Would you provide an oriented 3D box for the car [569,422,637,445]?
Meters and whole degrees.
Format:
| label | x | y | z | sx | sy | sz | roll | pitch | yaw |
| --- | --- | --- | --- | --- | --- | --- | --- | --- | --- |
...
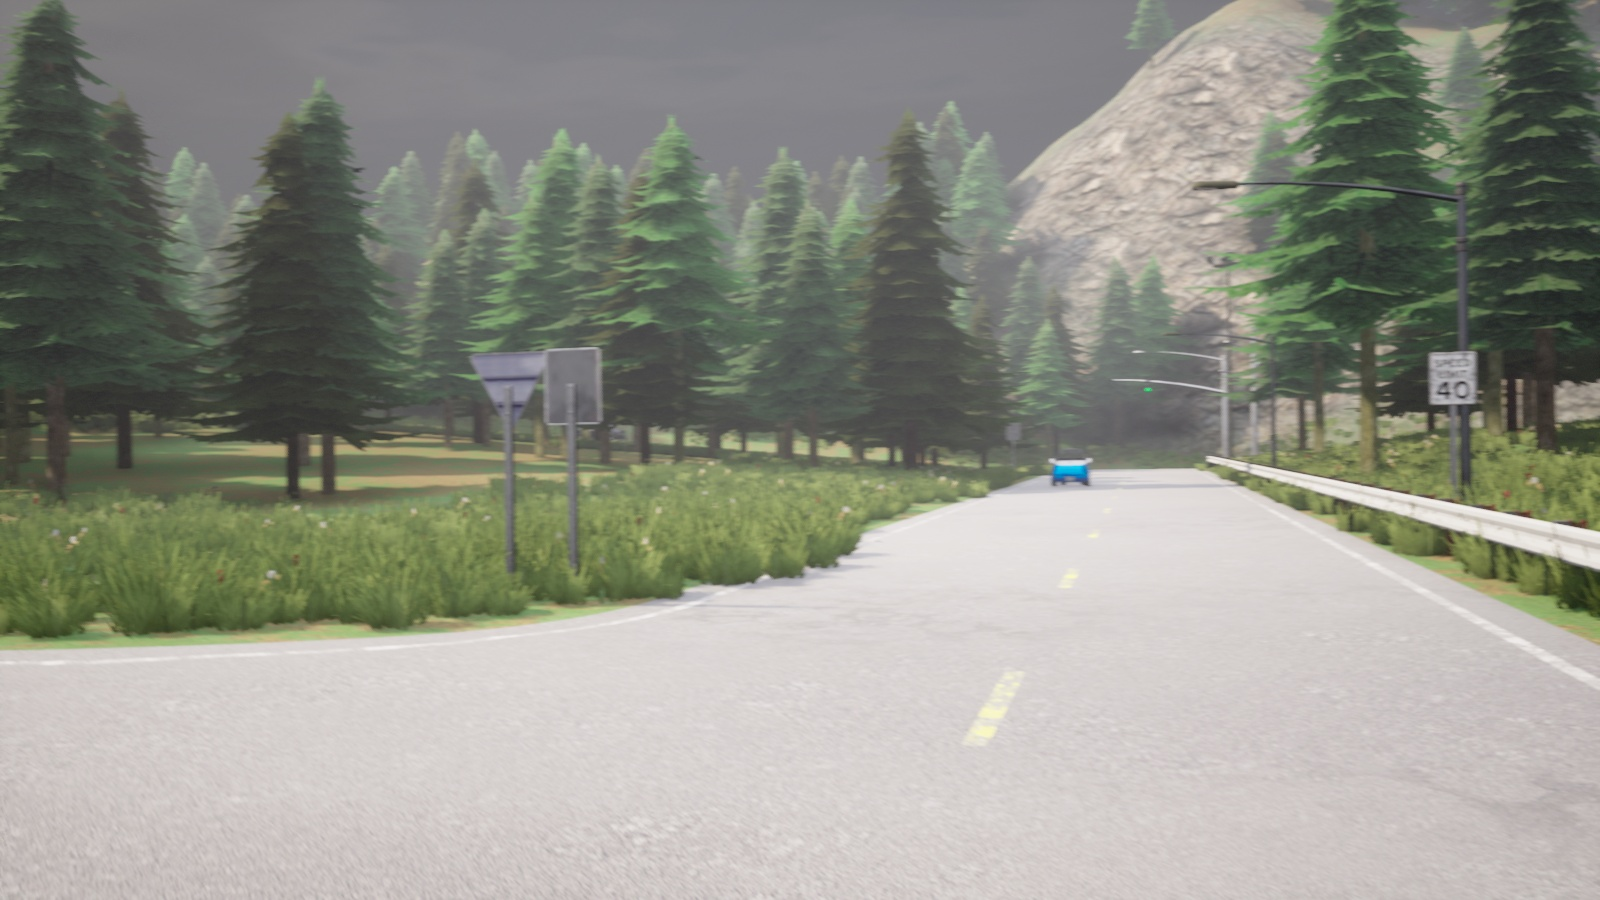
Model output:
| label | x | y | z | sx | sy | sz | roll | pitch | yaw |
| --- | --- | --- | --- | --- | --- | --- | --- | --- | --- |
| car | -15.366 | -1.262 | 98.085 | 4.892 | 1.490 | 1.837 | 4 | 0 | 9 |

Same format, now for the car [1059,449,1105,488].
| label | x | y | z | sx | sy | sz | roll | pitch | yaw |
| --- | --- | --- | --- | --- | --- | --- | --- | --- | --- |
| car | 10.298 | 0.652 | 45.798 | 1.481 | 1.376 | 2.207 | -1 | 0 | 16 |
